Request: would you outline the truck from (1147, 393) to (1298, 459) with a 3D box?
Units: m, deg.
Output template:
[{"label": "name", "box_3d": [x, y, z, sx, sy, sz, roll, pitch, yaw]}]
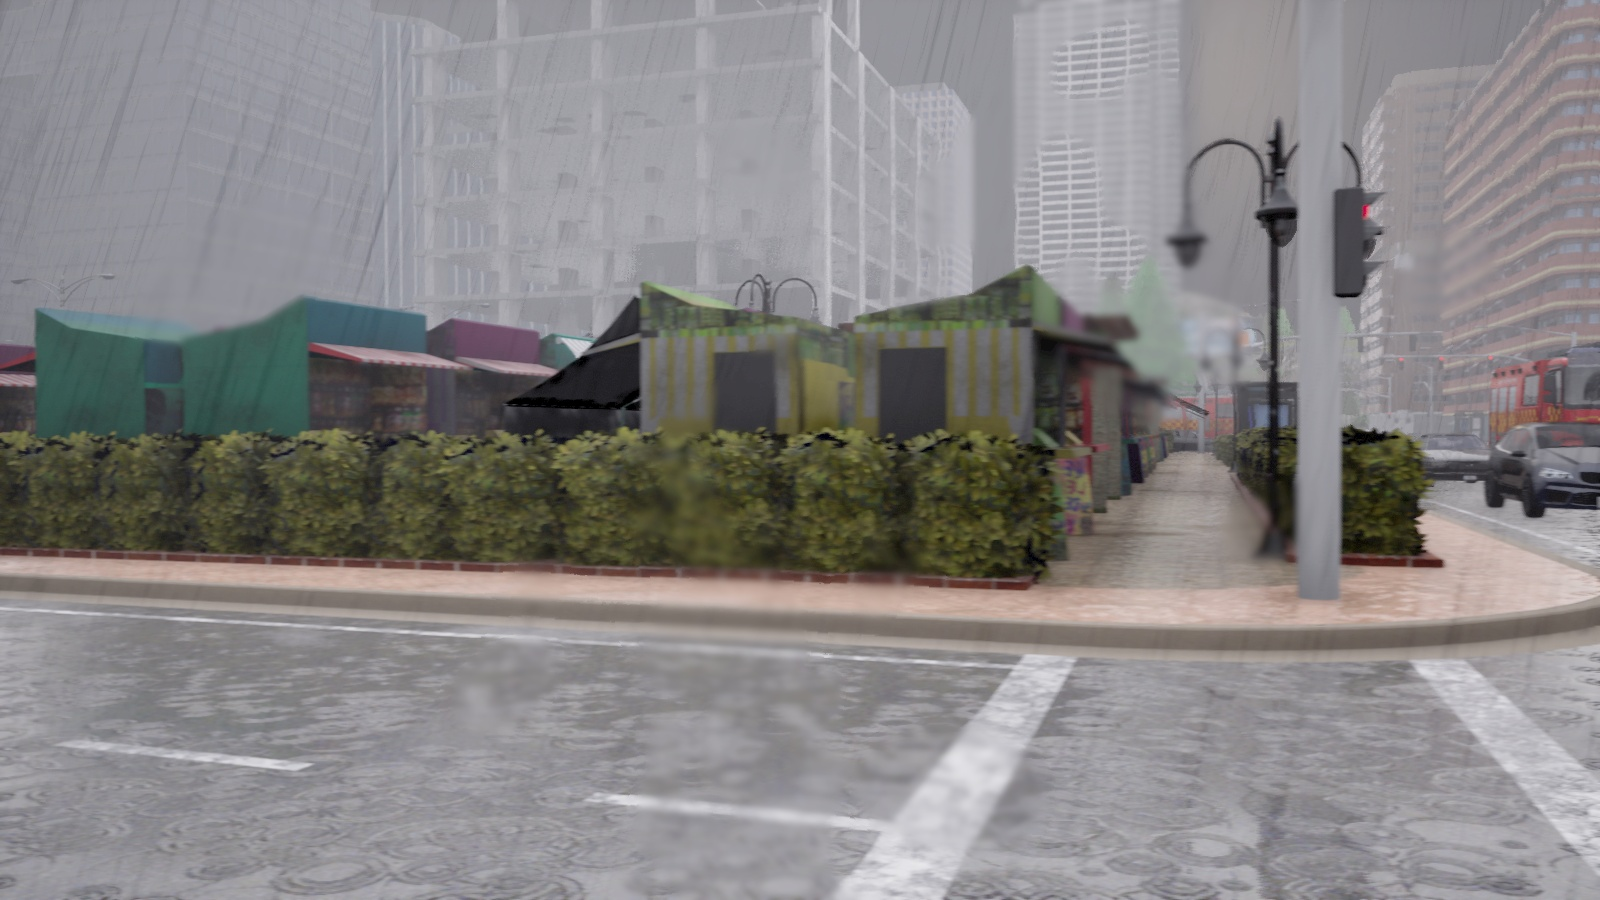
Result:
[{"label": "truck", "box_3d": [25.537, -1.503, 76.319, 8.468, 3.827, 2.891, 1, 1, 17]}]

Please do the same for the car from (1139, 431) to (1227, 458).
[{"label": "car", "box_3d": [22.450, -0.330, 73.525, 4.792, 1.488, 2.163, 1, 1, 20]}]

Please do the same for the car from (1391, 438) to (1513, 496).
[{"label": "car", "box_3d": [17.473, 0.391, 33.919, 2.033, 1.411, 5.357, 0, 1, 18]}]

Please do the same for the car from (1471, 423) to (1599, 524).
[{"label": "car", "box_3d": [13.969, 0.352, 22.893, 2.242, 1.667, 4.611, 0, 1, 17]}]

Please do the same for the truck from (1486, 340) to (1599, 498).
[{"label": "truck", "box_3d": [21.264, -0.813, 34.262, 2.891, 3.827, 8.468, 0, 1, 18]}]
